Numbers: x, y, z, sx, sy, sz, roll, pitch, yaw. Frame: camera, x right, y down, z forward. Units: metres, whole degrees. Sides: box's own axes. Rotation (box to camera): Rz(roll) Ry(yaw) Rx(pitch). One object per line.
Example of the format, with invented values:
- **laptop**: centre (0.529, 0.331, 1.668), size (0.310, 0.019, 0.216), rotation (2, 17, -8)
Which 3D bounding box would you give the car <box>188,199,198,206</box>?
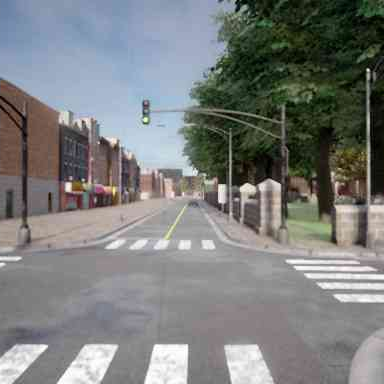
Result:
- **car**: centre (0.233, 2.079, 66.212), size (2.033, 1.411, 5.357), rotation (0, 0, -1)
